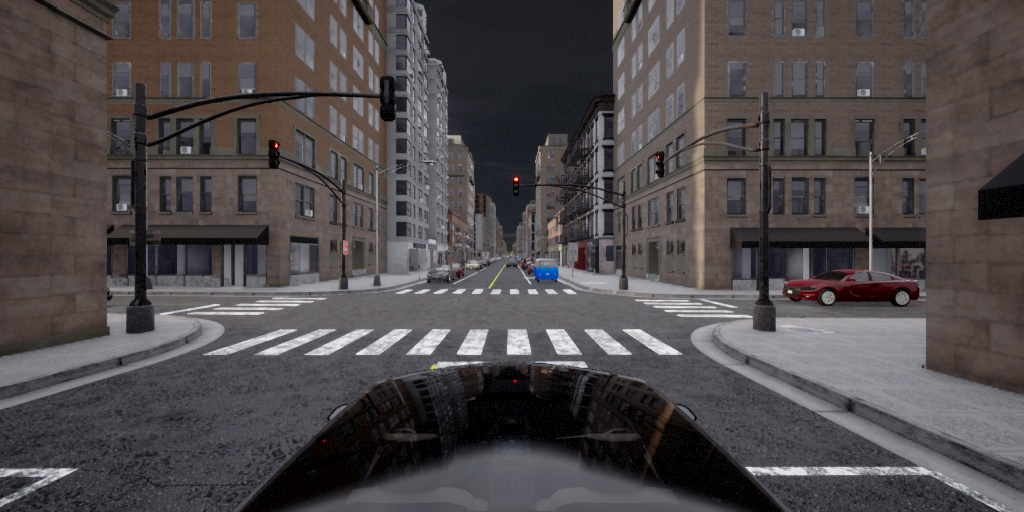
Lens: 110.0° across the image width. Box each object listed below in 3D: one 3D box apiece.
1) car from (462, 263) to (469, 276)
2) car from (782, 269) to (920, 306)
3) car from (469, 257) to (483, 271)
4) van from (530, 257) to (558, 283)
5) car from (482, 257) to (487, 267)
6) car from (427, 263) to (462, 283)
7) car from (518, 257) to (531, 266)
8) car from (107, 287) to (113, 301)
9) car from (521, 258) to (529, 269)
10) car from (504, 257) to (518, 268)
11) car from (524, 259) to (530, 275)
[{"bbox_3d":[-5.446,1.294,33.627,1.888,1.381,4.507,0,0,0],"label":"car"},{"bbox_3d":[14.790,1.326,15.833,5.008,1.535,1.882,0,0,1],"label":"car"},{"bbox_3d":[-5.478,1.270,50.504,1.751,1.417,4.829,0,0,0],"label":"car"},{"bbox_3d":[2.589,1.090,27.969,1.690,1.789,3.998,0,0,0],"label":"van"},{"bbox_3d":[-5.488,1.306,56.356,1.948,1.339,4.313,0,0,0],"label":"car"},{"bbox_3d":[-5.436,1.299,27.946,2.007,1.370,4.403,0,0,0],"label":"car"},{"bbox_3d":[2.537,1.055,56.376,2.192,1.841,5.009,0,0,0],"label":"car"},{"bbox_3d":[-17.751,1.198,12.776,5.357,1.411,2.033,0,0,0],"label":"car"},{"bbox_3d":[2.547,1.326,50.695,1.802,1.307,4.207,0,0,0],"label":"car"},{"bbox_3d":[-0.012,1.337,61.580,1.895,1.301,4.718,0,0,0],"label":"car"},{"bbox_3d":[2.568,1.330,39.331,1.802,1.307,4.207,0,0,0],"label":"car"}]
